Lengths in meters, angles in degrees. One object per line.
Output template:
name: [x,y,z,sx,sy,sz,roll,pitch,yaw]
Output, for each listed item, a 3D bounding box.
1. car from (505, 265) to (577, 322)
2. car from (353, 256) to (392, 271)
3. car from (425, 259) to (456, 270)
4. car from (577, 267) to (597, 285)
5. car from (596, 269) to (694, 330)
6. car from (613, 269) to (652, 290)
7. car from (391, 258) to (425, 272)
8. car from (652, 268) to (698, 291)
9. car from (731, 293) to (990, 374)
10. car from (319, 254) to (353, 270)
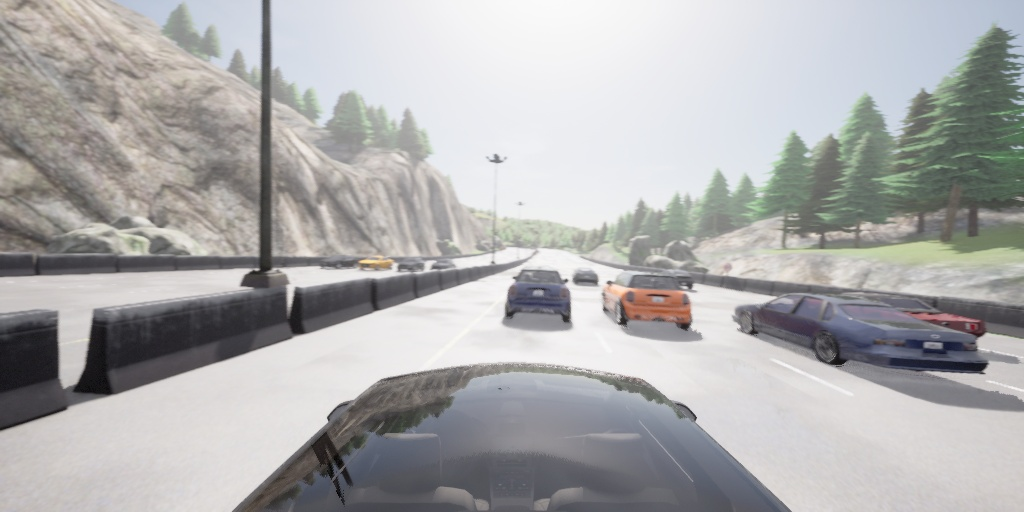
car: [1.008,1.171,13.117,2.097,1.767,4.553,2,0,5]
car: [-14.329,0.729,38.028,1.882,1.535,5.008,2,0,6]
car: [-7.276,1.050,38.251,1.837,1.490,4.892,2,-1,6]
car: [6.135,1.636,30.355,1.994,1.385,4.181,2,0,5]
car: [4.470,1.312,12.577,2.097,1.767,4.553,2,0,5]
car: [9.476,1.806,28.542,1.895,1.301,4.718,2,0,5]
car: [-10.757,0.908,38.588,1.837,1.490,4.892,2,-1,6]
car: [13.043,1.858,29.083,1.837,1.490,4.892,2,0,5]
car: [7.618,1.627,8.784,2.033,1.411,5.357,2,0,5]
car: [-17.913,0.579,37.370,1.882,1.535,5.008,2,0,6]
